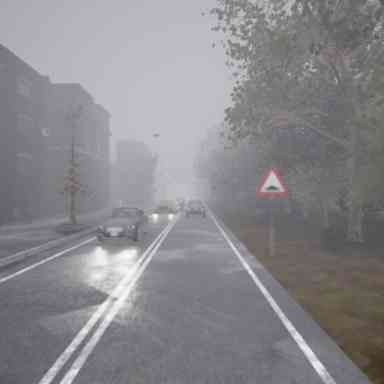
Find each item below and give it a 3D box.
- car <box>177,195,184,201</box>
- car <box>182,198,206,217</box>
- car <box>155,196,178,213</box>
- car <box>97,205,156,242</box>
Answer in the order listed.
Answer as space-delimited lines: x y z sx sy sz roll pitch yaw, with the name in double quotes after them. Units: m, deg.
-2.752 1.429 76.424 1.812 1.442 4.674 0 0 0 "car"
0.337 1.576 31.669 2.033 1.411 5.357 0 0 1 "car"
-2.977 1.504 36.966 1.882 1.535 5.008 0 0 1 "car"
-3.257 1.511 16.452 2.128 1.511 4.902 0 0 1 "car"
